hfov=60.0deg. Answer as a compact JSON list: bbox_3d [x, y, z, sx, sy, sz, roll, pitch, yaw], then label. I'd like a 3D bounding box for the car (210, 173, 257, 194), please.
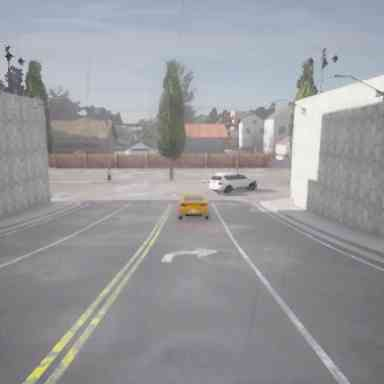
[{"bbox_3d":[4.496,-1.055,35.790,5.566,2.045,2.150,-7,11,-34],"label":"car"}]

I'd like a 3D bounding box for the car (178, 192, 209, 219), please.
[{"bbox_3d":[0.091,0.764,21.722,1.882,1.535,5.008,0,4,0],"label":"car"}]
